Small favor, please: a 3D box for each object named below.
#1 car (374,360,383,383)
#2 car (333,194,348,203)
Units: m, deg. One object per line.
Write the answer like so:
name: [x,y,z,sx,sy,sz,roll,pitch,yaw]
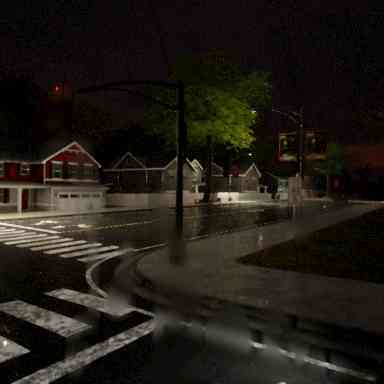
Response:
car: [3.380,1.506,1.268,4.892,1.490,1.837,0,0,36]
car: [28.056,1.205,62.697,2.128,1.511,4.902,1,0,36]
